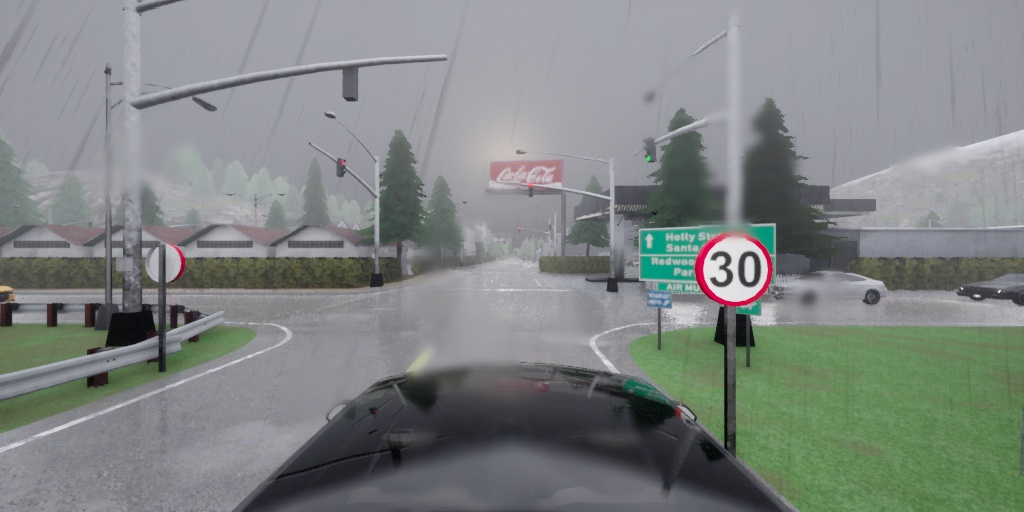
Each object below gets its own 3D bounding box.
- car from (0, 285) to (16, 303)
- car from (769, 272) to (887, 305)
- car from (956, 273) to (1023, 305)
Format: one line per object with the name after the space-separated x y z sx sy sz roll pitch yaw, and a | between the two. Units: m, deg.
-22.434 1.419 13.825 5.008 1.535 1.882 0 0 1 | car
14.857 1.467 16.935 4.674 1.442 1.812 0 0 0 | car
24.512 1.489 16.807 5.357 1.411 2.033 0 0 1 | car
